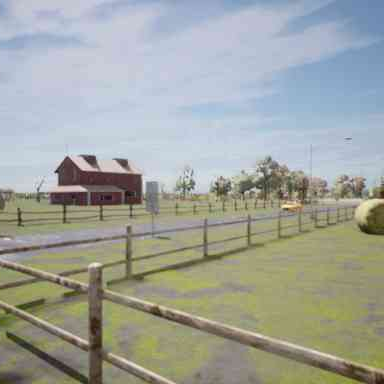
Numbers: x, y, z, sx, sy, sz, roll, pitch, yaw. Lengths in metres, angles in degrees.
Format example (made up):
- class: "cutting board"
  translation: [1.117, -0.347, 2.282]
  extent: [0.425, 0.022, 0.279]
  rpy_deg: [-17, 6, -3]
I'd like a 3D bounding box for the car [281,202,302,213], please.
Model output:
- class: "car"
  translation: [14.793, 2.226, 49.376]
  extent: [1.882, 1.535, 5.008]
  rpy_deg: [-1, -1, 36]
